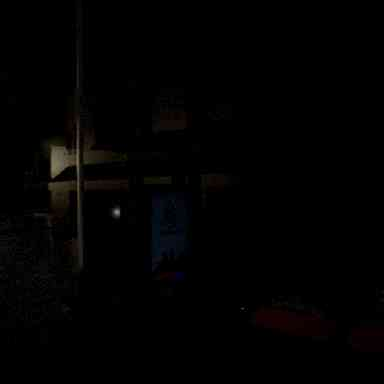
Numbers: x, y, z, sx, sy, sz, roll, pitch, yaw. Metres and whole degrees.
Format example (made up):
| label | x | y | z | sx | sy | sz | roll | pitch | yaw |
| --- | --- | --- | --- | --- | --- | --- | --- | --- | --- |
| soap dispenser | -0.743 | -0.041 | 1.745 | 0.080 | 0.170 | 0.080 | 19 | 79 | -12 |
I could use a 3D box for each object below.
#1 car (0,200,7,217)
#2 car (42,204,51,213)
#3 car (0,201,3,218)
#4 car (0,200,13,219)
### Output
| label | x | y | z | sx | sy | sz | roll | pitch | yaw |
| --- | --- | --- | --- | --- | --- | --- | --- | --- | --- |
| car | -19.726 | 1.578 | 29.901 | 1.882 | 1.535 | 5.008 | -1 | -1 | 37 |
| car | -14.487 | 1.671 | 37.203 | 1.994 | 1.385 | 4.181 | -1 | -1 | 36 |
| car | -14.417 | 1.488 | 20.054 | 1.812 | 1.442 | 4.674 | -2 | -1 | 31 |
| car | -17.462 | 1.409 | 27.482 | 2.097 | 1.767 | 4.553 | -1 | -1 | 36 |
